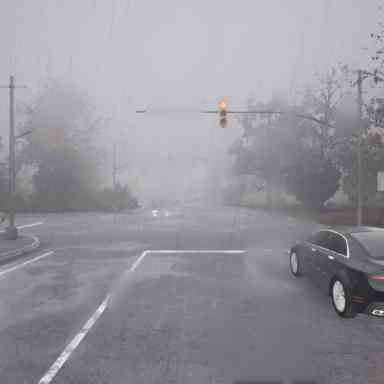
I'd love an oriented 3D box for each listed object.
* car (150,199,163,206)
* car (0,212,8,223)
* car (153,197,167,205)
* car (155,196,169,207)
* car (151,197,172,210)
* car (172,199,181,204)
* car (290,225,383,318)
[{"bbox_3d":[-7.534,2.130,70.170,2.033,1.411,5.357,0,-1,-13],"label":"car"},{"bbox_3d":[-15.476,1.675,23.002,4.718,1.301,1.895,-1,0,-3],"label":"car"},{"bbox_3d":[-8.062,2.218,82.959,2.097,1.767,4.553,0,-1,-25],"label":"car"},{"bbox_3d":[-5.052,1.623,55.791,2.097,1.767,4.553,0,-2,-7],"label":"car"},{"bbox_3d":[-4.067,1.440,44.442,2.097,1.767,4.553,0,-1,-4],"label":"car"},{"bbox_3d":[-4.376,2.432,83.133,1.895,1.301,4.718,0,-1,-22],"label":"car"},{"bbox_3d":[3.598,1.505,7.400,1.837,1.490,4.892,0,0,1],"label":"car"}]
